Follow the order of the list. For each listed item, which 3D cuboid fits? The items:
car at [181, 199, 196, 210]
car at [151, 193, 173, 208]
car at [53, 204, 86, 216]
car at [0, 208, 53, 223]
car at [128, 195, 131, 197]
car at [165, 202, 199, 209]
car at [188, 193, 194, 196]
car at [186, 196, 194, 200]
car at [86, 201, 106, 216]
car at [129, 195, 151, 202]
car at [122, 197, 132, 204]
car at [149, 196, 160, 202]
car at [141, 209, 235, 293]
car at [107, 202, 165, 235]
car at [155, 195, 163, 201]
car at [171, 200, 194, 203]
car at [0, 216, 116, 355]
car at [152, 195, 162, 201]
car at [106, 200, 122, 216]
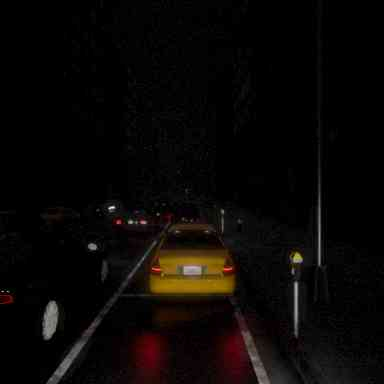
[{"bbox_3d":[-0.383,1.573,42.423,1.802,1.307,4.206,0,0,0],"label":"car"},{"bbox_3d":[-2.954,1.346,37.104,2.097,1.767,4.553,0,0,0],"label":"car"},{"bbox_3d":[-8.408,1.525,20.611,1.752,1.417,4.829,0,0,0],"label":"car"},{"bbox_3d":[-8.408,1.566,15.368,1.947,1.339,4.313,0,0,0],"label":"car"},{"bbox_3d":[-8.408,1.302,47.845,2.192,1.841,5.009,0,0,0],"label":"car"},{"bbox_3d":[-0.383,1.566,20.772,1.947,1.339,4.313,0,0,0],"label":"car"},{"bbox_3d":[-0.382,1.396,90.663,1.967,1.590,4.097,0,0,0],"label":"car"},{"bbox_3d":[-0.383,1.519,37.181,1.752,1.417,4.829,0,0,0],"label":"car"},{"bbox_3d":[-8.408,1.581,26.194,1.802,1.307,4.206,0,0,0],"label":"car"},{"bbox_3d":[-5.838,1.484,39.925,2.128,1.511,4.902,0,0,0],"label":"car"},{"bbox_3d":[-8.408,1.545,37.020,2.008,1.369,4.403,0,0,0],"label":"car"},{"bbox_3d":[-8.408,1.521,74.308,2.008,1.369,4.403,0,0,0],"label":"car"},{"bbox_3d":[0.004,1.457,8.840,1.801,1.575,5.366,0,0,0],"label":"car"},{"bbox_3d":[-2.975,1.547,18.848,2.033,1.411,5.357,0,0,1],"label":"car"},{"bbox_3d":[-8.408,1.486,85.047,1.752,1.417,4.829,0,0,0],"label":"car"},{"bbox_3d":[-0.383,1.565,26.185,1.947,1.339,4.313,0,0,0],"label":"car"},{"bbox_3d":[-3.020,1.478,6.324,1.882,1.535,5.008,0,0,0],"label":"car"},{"bbox_3d":[-8.408,1.510,79.763,1.887,1.381,4.507,0,0,0],"label":"car"},{"bbox_3d":[-8.408,1.548,31.607,2.008,1.369,4.403,0,0,0],"label":"car"}]
